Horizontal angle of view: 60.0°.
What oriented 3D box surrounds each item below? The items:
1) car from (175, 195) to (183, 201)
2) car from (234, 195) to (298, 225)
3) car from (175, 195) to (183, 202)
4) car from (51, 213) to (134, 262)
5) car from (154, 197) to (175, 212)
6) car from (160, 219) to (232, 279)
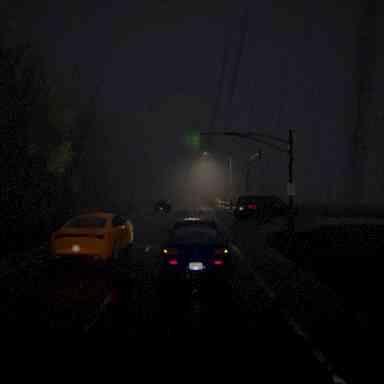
[{"bbox_3d":[-3.505,1.642,91.066,1.837,1.490,4.892,0,0,0],"label":"car"},{"bbox_3d":[5.618,1.285,24.974,5.566,2.045,2.150,1,-3,-37],"label":"car"},{"bbox_3d":[-3.504,1.681,81.464,1.994,1.385,4.181,0,0,0],"label":"car"},{"bbox_3d":[-3.399,1.500,12.208,1.882,1.535,5.008,0,0,0],"label":"car"},{"bbox_3d":[-3.402,1.575,39.331,1.837,1.490,4.892,0,0,0],"label":"car"},{"bbox_3d":[0.103,1.545,9.967,1.812,1.442,4.674,0,0,0],"label":"car"}]
